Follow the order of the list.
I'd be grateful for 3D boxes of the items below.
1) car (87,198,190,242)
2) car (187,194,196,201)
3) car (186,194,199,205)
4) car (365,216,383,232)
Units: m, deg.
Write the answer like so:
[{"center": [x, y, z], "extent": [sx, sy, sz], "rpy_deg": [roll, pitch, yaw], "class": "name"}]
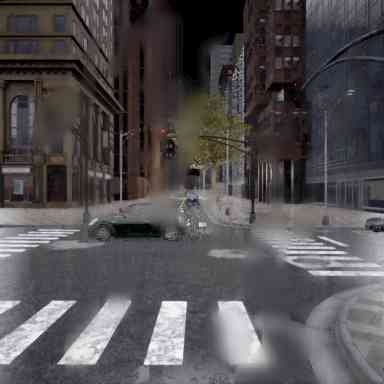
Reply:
[{"center": [-2.528, 1.339, 15.744], "extent": [4.553, 1.767, 2.097], "rpy_deg": [0, 0, 0], "class": "car"}, {"center": [-0.056, 1.109, 70.734], "extent": [1.812, 1.442, 4.674], "rpy_deg": [0, 1, 0], "class": "car"}, {"center": [0.030, 1.115, 53.115], "extent": [2.097, 1.767, 4.553], "rpy_deg": [0, 1, 0], "class": "car"}, {"center": [11.907, 1.631, 18.350], "extent": [4.403, 1.369, 2.008], "rpy_deg": [0, 0, 0], "class": "car"}]
